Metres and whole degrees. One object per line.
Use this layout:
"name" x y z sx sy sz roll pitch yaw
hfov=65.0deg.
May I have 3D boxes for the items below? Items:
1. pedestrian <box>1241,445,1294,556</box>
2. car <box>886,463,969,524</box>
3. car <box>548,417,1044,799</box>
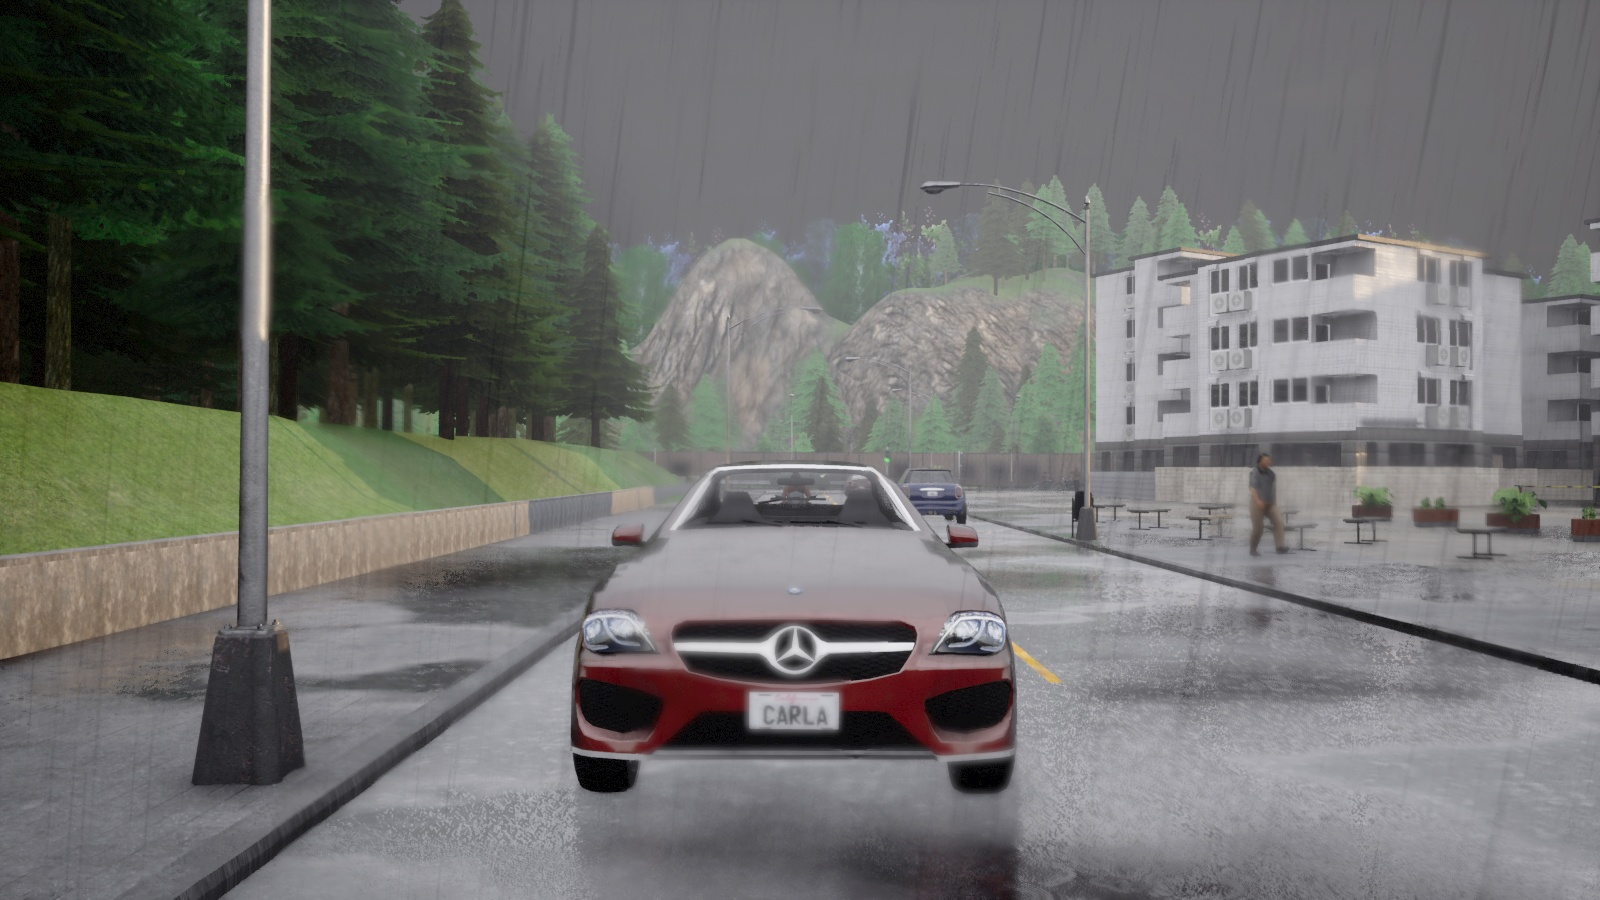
"pedestrian" 7.927 0.850 21.301 0.540 1.848 0.694 0 -1 -11
"car" 3.888 1.313 39.115 2.097 1.767 4.553 0 -1 0
"car" -0.024 0.727 7.983 2.152 1.651 5.027 0 -1 0
